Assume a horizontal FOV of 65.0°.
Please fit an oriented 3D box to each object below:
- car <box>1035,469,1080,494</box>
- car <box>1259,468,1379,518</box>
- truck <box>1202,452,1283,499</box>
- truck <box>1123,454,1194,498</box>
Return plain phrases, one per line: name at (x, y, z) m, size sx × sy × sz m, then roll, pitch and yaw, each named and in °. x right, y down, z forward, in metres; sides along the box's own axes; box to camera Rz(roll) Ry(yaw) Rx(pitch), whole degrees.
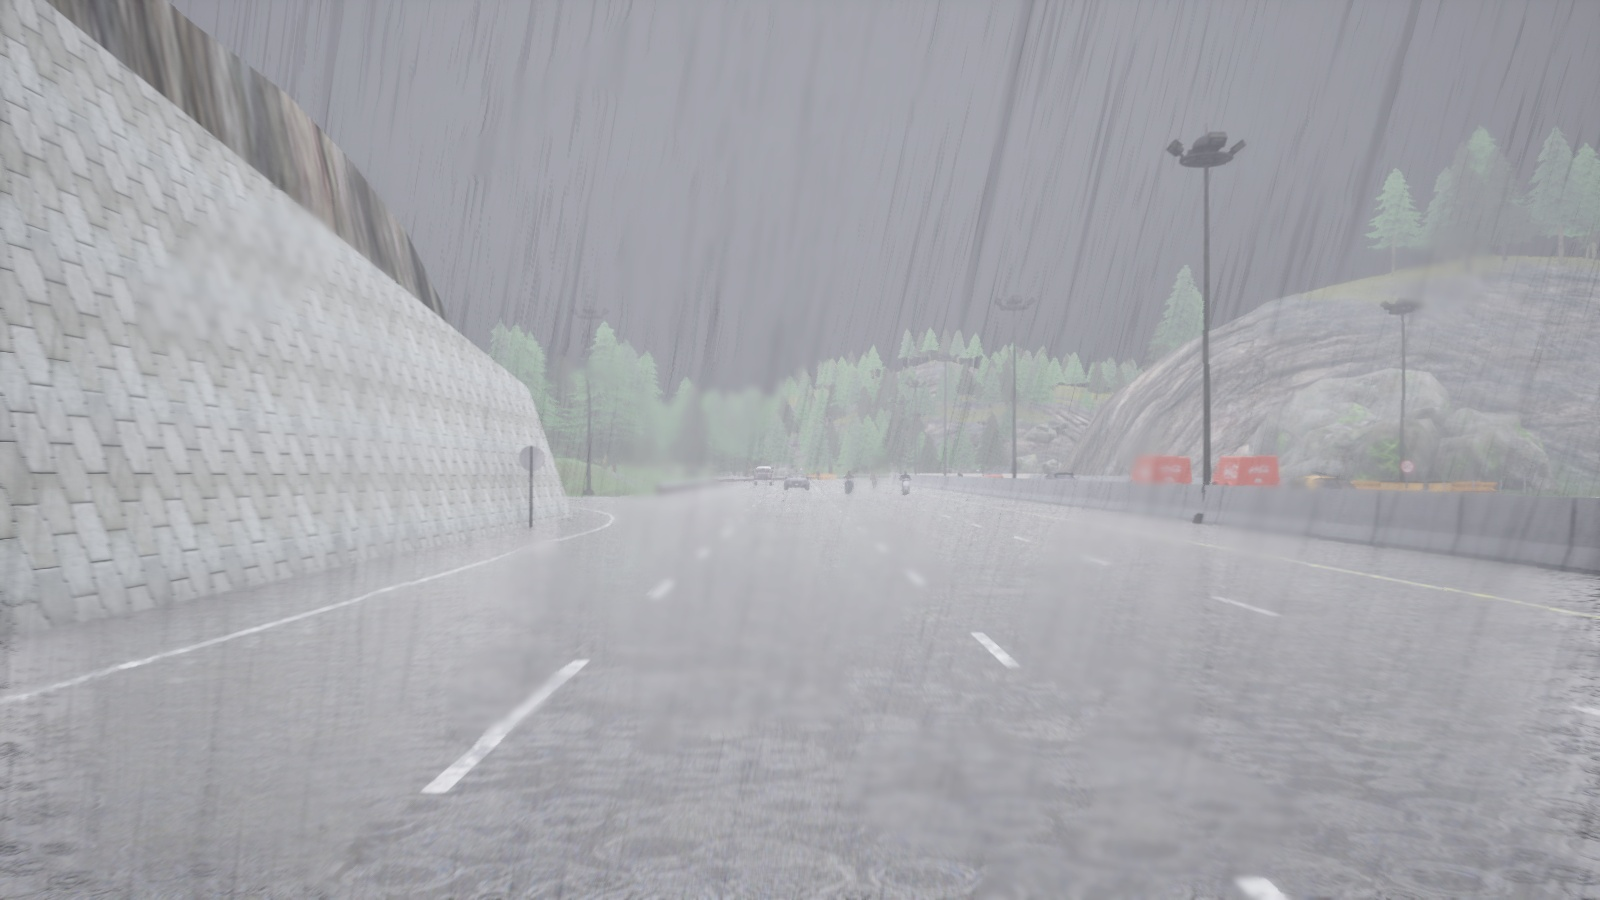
car at (17.295, 2.085, 84.501) m, size 2.033 × 1.649 × 4.856 m, roll 0°, pitch -1°, yaw 0°
car at (17.397, 1.392, 42.408) m, size 1.801 × 1.575 × 5.366 m, roll 0°, pitch -1°, yaw 0°
truck at (24.330, 1.392, 69.305) m, size 2.627 × 2.467 × 5.204 m, roll 0°, pitch -1°, yaw 0°
truck at (20.821, 1.470, 73.234) m, size 2.627 × 2.467 × 5.204 m, roll 0°, pitch -1°, yaw 0°
